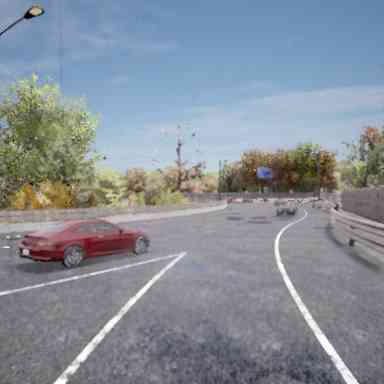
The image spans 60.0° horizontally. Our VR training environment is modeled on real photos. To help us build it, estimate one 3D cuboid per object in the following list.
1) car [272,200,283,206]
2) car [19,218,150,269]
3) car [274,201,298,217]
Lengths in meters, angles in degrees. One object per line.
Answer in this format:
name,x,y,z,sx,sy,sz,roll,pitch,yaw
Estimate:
car,18.583,2.342,71.175,2.033,1.411,5.357,0,-1,2
car,-3.552,1.646,11.741,1.812,1.442,4.674,0,-1,37
car,10.691,2.022,37.141,1.895,1.301,4.718,0,-1,22
